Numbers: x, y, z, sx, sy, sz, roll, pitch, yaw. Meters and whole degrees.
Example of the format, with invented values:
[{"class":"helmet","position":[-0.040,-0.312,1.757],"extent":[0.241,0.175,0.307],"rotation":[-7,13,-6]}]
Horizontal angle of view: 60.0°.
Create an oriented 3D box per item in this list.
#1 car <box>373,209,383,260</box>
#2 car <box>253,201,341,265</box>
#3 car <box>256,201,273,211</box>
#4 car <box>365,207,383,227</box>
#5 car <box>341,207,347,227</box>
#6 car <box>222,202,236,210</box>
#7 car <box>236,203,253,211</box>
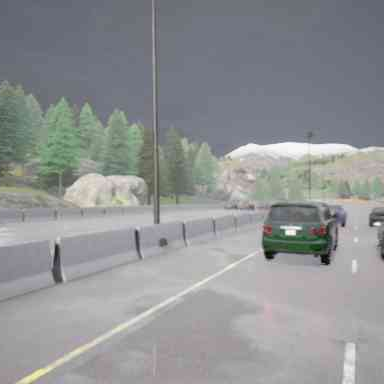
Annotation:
[{"class":"car","position":[8.138,1.623,12.597],"extent":[1.882,1.535,5.008],"rotation":[0,-1,27]},{"class":"car","position":[4.251,1.367,12.678],"extent":[2.150,2.045,5.566],"rotation":[0,-1,27]},{"class":"car","position":[14.012,2.716,63.806],"extent":[2.097,1.767,4.553],"rotation":[0,-2,27]},{"class":"car","position":[14.500,1.887,25.400],"extent":[1.837,1.490,4.892],"rotation":[0,-1,27]},{"class":"car","position":[11.311,1.748,26.848],"extent":[2.097,1.767,4.553],"rotation":[0,-1,27]},{"class":"car","position":[7.725,2.752,66.858],"extent":[2.097,1.767,4.553],"rotation":[0,-2,27]},{"class":"car","position":[10.846,2.857,65.285],"extent":[1.882,1.535,5.008],"rotation":[0,-2,27]}]
